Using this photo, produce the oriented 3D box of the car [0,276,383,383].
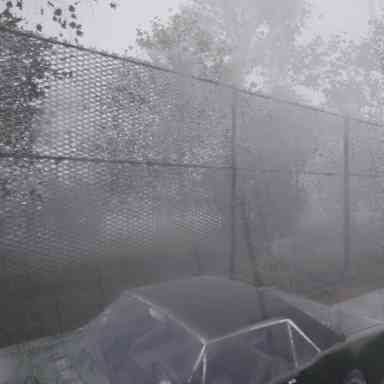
[{"bbox_3d":[-0.193,1.603,2.932,4.718,1.301,1.895,0,0,-35],"label":"car"}]
